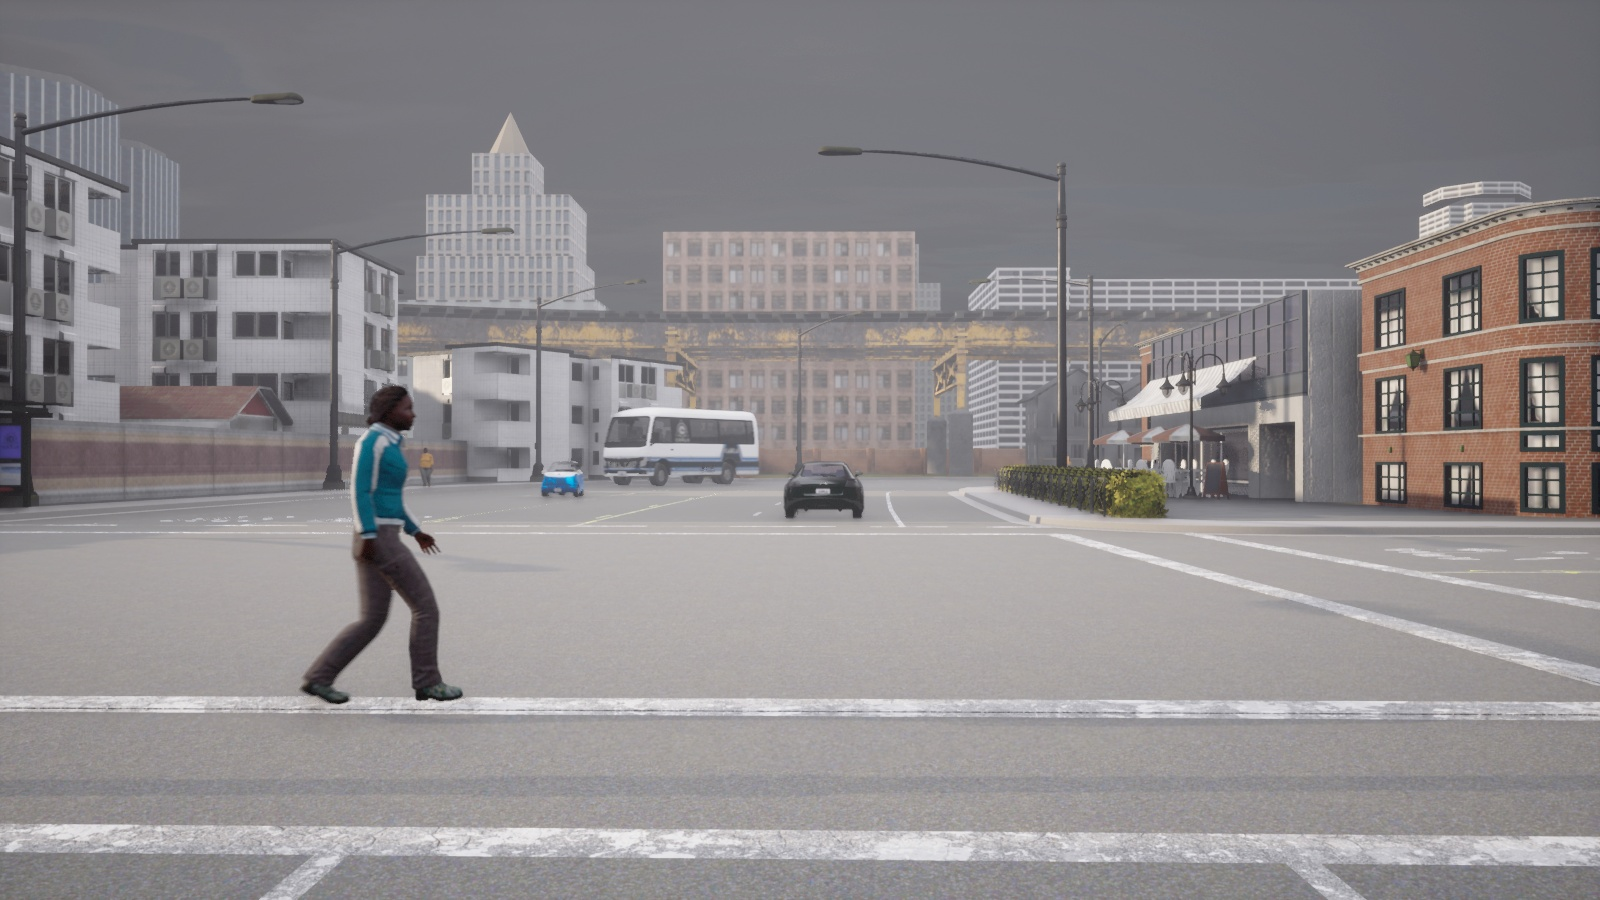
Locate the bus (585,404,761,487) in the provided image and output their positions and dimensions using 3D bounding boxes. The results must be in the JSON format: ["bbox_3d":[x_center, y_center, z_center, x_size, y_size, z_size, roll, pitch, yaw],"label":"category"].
[{"bbox_3d":[-6.850,-0.186,69.677,3.944,4.253,10.273,-1,-1,35],"label":"bus"}]

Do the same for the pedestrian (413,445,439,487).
[{"bbox_3d":[-16.922,0.723,56.896,0.874,1.855,0.900,0,0,3],"label":"pedestrian"}]

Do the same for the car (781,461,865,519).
[{"bbox_3d":[0.644,0.972,32.233,1.994,1.385,4.181,0,0,3],"label":"car"}]

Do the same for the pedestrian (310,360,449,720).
[{"bbox_3d":[-2.336,0.486,7.018,0.692,1.930,0.396,0,0,-13],"label":"pedestrian"}]

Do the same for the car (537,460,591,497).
[{"bbox_3d":[-8.925,1.065,47.640,1.481,1.376,2.207,0,-1,4],"label":"car"}]
